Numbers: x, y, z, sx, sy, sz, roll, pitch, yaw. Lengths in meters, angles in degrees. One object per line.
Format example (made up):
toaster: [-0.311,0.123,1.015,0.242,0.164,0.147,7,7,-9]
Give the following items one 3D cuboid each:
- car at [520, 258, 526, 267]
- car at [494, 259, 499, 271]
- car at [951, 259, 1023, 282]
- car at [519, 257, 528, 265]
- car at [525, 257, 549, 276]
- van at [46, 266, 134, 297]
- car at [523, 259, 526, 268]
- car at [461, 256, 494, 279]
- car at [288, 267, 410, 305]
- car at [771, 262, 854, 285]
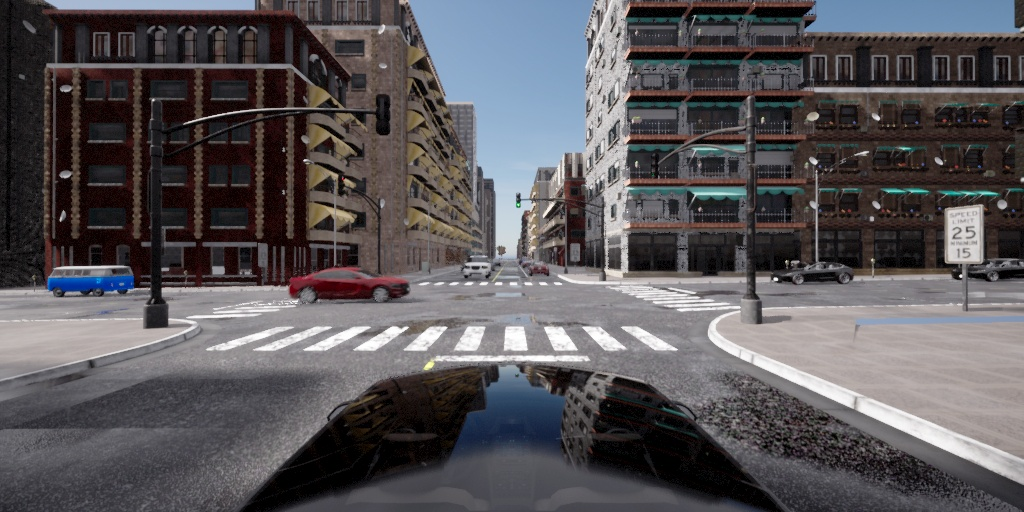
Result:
car: [2.660,1.346,58.435,1.802,1.307,4.207,0,0,0]
car: [-3.118,1.251,45.727,2.128,1.511,4.902,0,0,0]
car: [29.584,0.831,21.801,4.313,1.339,1.948,0,0,0]
car: [2.658,1.349,63.969,1.802,1.307,4.207,0,0,0]
car: [2.672,1.196,36.298,1.967,1.591,4.097,0,0,0]
van: [-25.379,1.500,21.638,3.998,1.789,1.690,0,0,0]
car: [2.669,1.308,41.832,2.007,1.370,4.403,0,0,0]
car: [-3.115,0.978,33.200,2.150,2.045,5.566,0,0,0]
car: [-7.123,1.253,15.912,5.008,1.535,1.882,-1,0,0]
car: [18.258,1.013,21.867,4.313,1.339,1.948,0,0,0]
